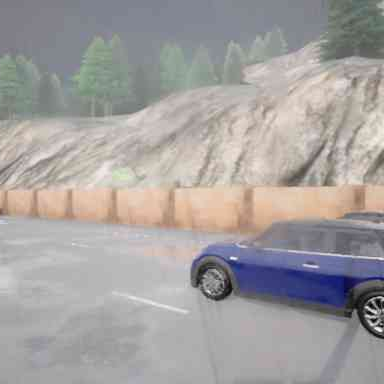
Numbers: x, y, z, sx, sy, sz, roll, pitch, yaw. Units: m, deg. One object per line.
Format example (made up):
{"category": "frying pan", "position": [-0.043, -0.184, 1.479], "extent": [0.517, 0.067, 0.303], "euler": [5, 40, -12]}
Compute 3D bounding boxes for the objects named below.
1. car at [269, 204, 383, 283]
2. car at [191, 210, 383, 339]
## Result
{"category": "car", "position": [4.711, 1.285, 9.181], "extent": [4.553, 1.767, 2.097], "euler": [0, 0, 37]}
{"category": "car", "position": [2.162, 1.309, 6.717], "extent": [4.553, 1.767, 2.097], "euler": [0, 0, 37]}
